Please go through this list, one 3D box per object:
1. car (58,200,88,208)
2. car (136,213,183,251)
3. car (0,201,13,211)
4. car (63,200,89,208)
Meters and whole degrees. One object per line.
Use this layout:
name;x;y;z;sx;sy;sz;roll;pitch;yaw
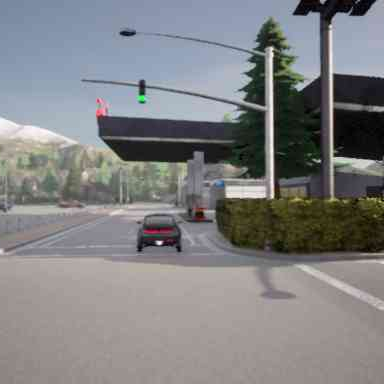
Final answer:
car;-22.447;2.254;62.486;5.027;1.636;2.152;0;-1;-6
car;-1.498;1.748;15.324;1.837;1.490;4.892;0;-1;-5
car;-28.932;2.101;49.950;3.633;1.501;1.845;0;-1;-6
car;-22.805;2.305;65.602;4.514;1.523;2.007;0;-1;-6
